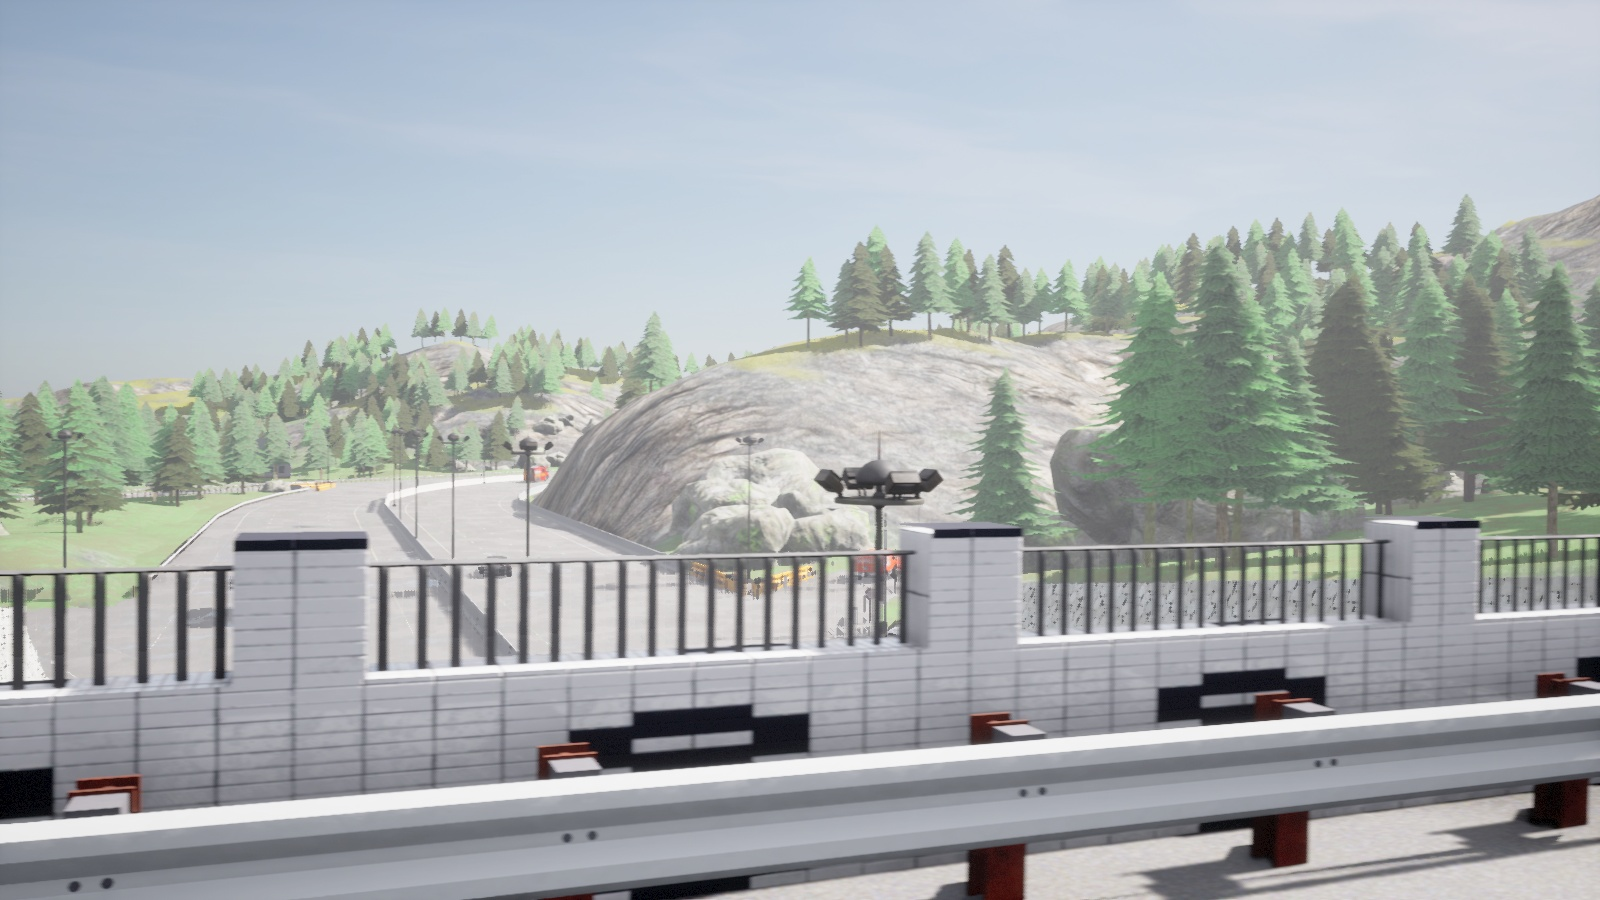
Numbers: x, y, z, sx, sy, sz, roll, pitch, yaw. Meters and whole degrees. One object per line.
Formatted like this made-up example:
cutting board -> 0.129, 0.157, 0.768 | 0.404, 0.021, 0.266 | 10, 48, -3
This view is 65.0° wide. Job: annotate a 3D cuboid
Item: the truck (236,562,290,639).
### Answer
truck -> -34.857, 9.680, 81.775 | 2.891, 3.827, 8.468 | -1, 1, -21
